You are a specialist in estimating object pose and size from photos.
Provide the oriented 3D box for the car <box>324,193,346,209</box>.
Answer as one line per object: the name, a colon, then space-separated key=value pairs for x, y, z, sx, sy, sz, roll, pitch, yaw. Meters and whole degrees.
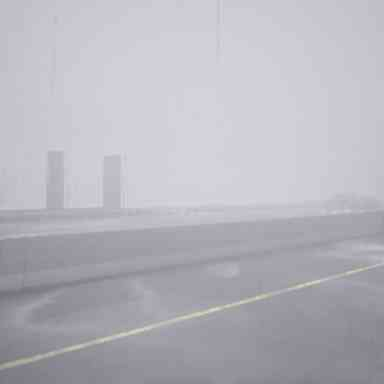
car: x=20.019 y=1.185 z=44.581 sx=5.566 sy=2.045 sz=2.150 roll=0 pitch=0 yaw=-36

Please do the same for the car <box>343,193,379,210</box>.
car: x=21.271 y=1.314 z=41.159 sx=4.553 sy=1.767 sz=2.097 roll=0 pitch=0 yaw=-36
